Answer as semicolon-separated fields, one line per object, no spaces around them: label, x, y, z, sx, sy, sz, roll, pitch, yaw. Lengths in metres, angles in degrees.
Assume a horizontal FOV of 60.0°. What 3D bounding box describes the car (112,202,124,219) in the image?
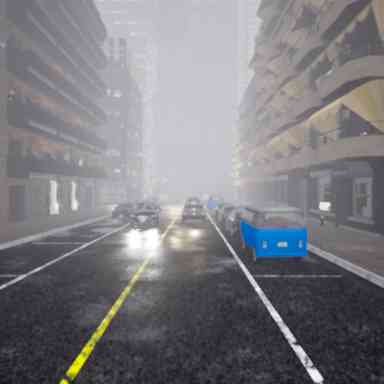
car;-5.625;1.558;28.648;1.947;1.339;4.313;-1;0;0

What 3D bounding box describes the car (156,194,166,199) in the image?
car;-5.568;1.428;51.057;1.967;1.590;4.097;-1;0;0

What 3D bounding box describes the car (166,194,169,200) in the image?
car;-5.552;1.554;56.658;1.947;1.339;4.313;-1;0;0

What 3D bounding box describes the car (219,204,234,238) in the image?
car;2.727;1.545;17.394;2.008;1.369;4.403;-1;0;0

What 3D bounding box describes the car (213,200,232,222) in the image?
car;2.741;1.537;22.996;1.887;1.381;4.507;-1;0;0

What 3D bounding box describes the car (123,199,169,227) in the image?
car;-3.040;1.485;23.024;2.128;1.511;4.902;0;0;0

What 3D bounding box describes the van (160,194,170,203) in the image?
van;-5.525;1.328;67.862;1.690;1.788;3.998;-1;0;0

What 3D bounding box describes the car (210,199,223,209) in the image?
car;2.756;1.557;28.598;1.947;1.339;4.313;-1;0;0

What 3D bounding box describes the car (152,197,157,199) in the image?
car;-5.595;1.572;39.853;1.802;1.307;4.206;-1;0;0

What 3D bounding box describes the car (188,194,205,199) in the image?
car;0.192;1.340;40.799;2.097;1.767;4.553;0;0;0

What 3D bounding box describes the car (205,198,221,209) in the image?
car;2.799;1.539;45.404;2.008;1.369;4.403;-1;0;0

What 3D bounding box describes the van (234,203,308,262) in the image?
van;2.709;1.337;11.792;1.690;1.788;3.998;-1;0;0

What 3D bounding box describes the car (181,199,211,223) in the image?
car;0.160;1.539;25.503;2.033;1.411;5.357;0;0;1

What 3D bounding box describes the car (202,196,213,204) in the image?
car;2.843;1.512;62.380;1.752;1.417;4.829;-1;0;0

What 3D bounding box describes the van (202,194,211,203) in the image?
van;2.855;1.327;67.811;1.690;1.788;3.998;-1;0;0

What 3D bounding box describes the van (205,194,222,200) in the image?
van;2.781;1.330;39.802;1.690;1.788;3.998;-1;0;0
